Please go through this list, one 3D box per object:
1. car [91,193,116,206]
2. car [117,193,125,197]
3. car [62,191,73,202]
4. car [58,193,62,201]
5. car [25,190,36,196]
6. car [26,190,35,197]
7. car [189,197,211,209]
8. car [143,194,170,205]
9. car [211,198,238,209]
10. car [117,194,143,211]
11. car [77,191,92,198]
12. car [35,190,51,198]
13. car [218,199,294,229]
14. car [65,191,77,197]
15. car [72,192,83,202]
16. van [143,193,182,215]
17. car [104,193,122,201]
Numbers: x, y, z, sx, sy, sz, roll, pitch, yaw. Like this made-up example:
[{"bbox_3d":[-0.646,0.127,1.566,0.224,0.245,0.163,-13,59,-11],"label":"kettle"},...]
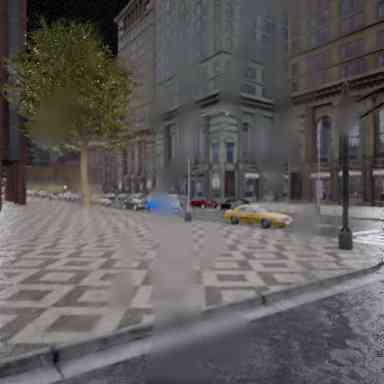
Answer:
[{"bbox_3d":[-12.132,1.063,43.769,1.752,1.417,4.829,1,0,-35],"label":"car"},{"bbox_3d":[-11.735,0.929,58.007,2.008,1.369,4.403,1,0,-35],"label":"car"},{"bbox_3d":[-18.700,0.923,53.092,2.008,1.369,4.403,1,0,-35],"label":"car"},{"bbox_3d":[-21.935,0.843,57.684,2.008,1.369,4.403,1,0,-35],"label":"car"},{"bbox_3d":[-41.345,0.268,85.237,1.967,1.590,4.097,1,0,-35],"label":"car"},{"bbox_3d":[-38.109,0.344,80.645,1.967,1.590,4.097,1,0,-35],"label":"car"},{"bbox_3d":[1.207,1.242,39.636,1.887,1.381,4.507,1,0,-35],"label":"car"},{"bbox_3d":[-5.265,1.092,48.824,2.008,1.369,4.403,1,0,-35],"label":"car"},{"bbox_3d":[4.441,1.333,35.044,1.947,1.339,4.313,1,0,-35],"label":"car"},{"bbox_3d":[-5.759,1.242,34.720,2.008,1.369,4.403,1,0,-35],"label":"car"},{"bbox_3d":[-24.674,0.607,76.373,1.887,1.381,4.507,1,0,-35],"label":"car"},{"bbox_3d":[-31.639,0.497,71.460,1.967,1.590,4.097,1,0,-35],"label":"car"},{"bbox_3d":[4.047,1.409,20.798,1.752,1.417,4.829,1,0,-35],"label":"car"},{"bbox_3d":[-31.145,0.491,85.557,1.802,1.307,4.206,1,0,-35],"label":"car"},{"bbox_3d":[-15.465,1.004,48.500,2.008,1.369,4.403,1,0,-35],"label":"car"},{"bbox_3d":[-2.521,1.103,30.127,1.690,1.788,3.998,1,0,-35],"label":"van"},{"bbox_3d":[-14.970,0.880,62.599,1.802,1.307,4.206,1,0,-35],"label":"car"}]
